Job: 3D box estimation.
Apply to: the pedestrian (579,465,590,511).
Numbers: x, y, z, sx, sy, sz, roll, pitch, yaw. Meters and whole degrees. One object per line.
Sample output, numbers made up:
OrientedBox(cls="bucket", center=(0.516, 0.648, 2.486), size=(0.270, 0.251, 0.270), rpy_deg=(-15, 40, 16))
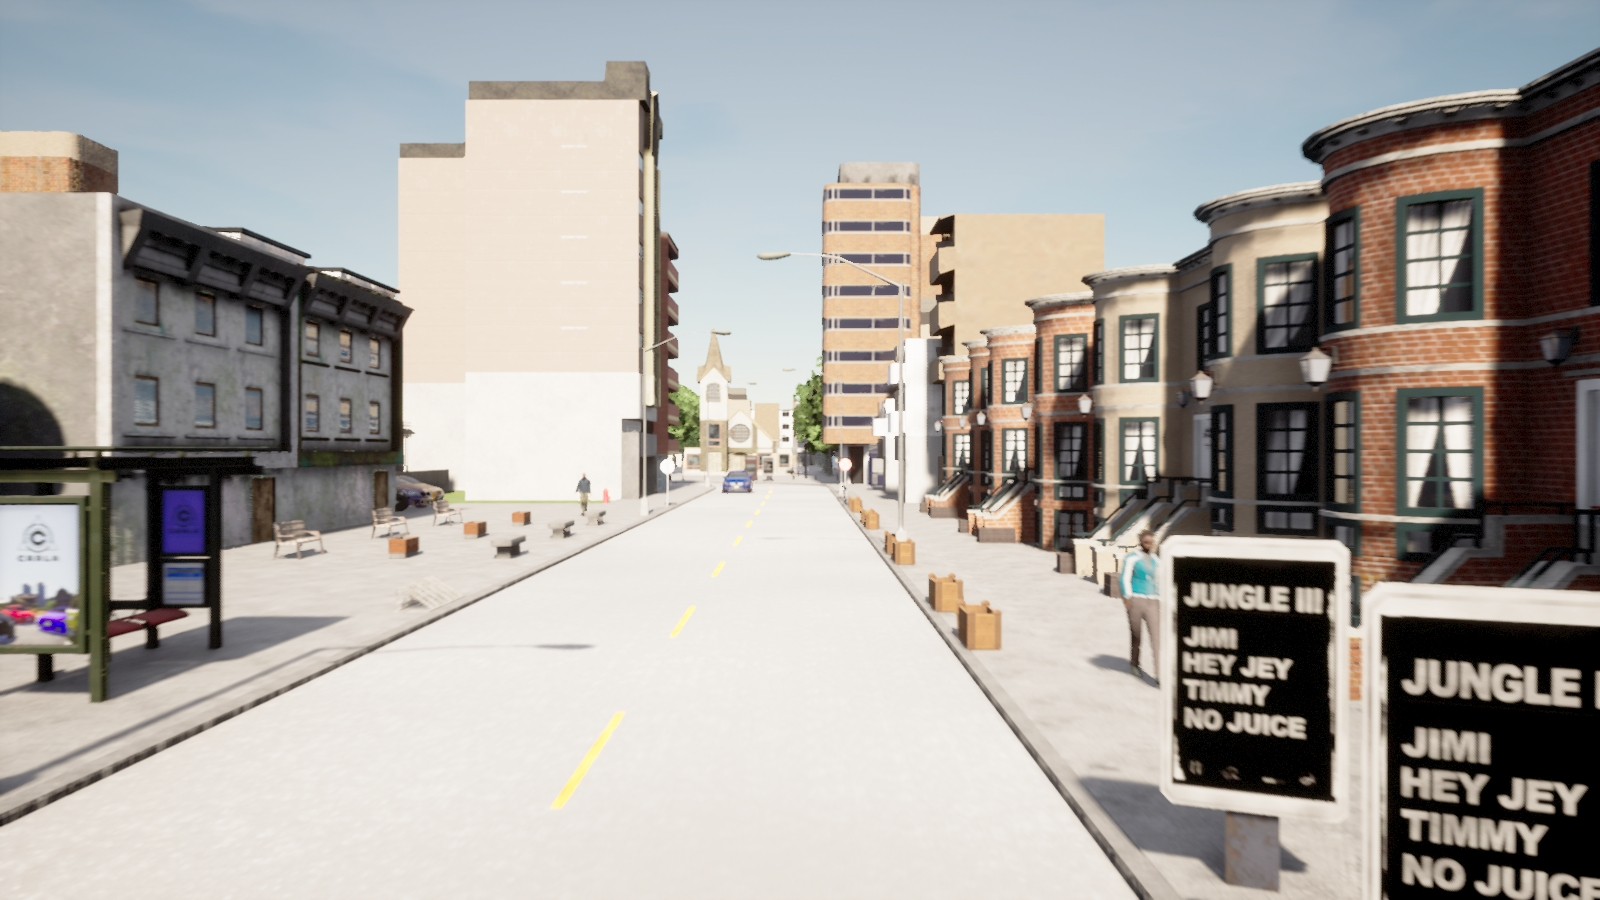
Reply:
OrientedBox(cls="pedestrian", center=(-8.757, 1.526, 46.407), size=(0.375, 1.860, 0.375), rpy_deg=(0, 0, -3))

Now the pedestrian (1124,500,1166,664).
OrientedBox(cls="pedestrian", center=(4.023, 1.525, 13.317), size=(0.375, 1.860, 0.375), rpy_deg=(0, 0, -1))

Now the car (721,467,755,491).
OrientedBox(cls="car", center=(-4.053, 1.861, 74.893), size=(2.002, 1.442, 4.674), rpy_deg=(0, 0, 0))
